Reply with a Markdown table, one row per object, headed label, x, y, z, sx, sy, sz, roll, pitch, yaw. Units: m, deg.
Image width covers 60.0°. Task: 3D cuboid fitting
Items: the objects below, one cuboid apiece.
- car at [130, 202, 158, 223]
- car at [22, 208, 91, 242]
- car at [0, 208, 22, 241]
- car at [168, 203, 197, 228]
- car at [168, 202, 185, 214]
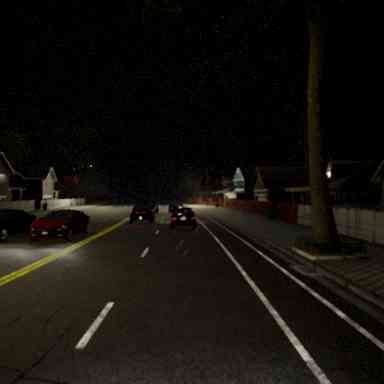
| label | x | y | z | sx | sy | sz | roll | pitch | yaw |
| --- | --- | --- | --- | --- | --- | --- | --- | --- | --- |
| car | -4.158 | 1.801 | 28.349 | 1.837 | 1.490 | 4.892 | 0 | -1 | -4 |
| car | -6.917 | 1.667 | 17.925 | 1.882 | 1.535 | 5.008 | 0 | -1 | -2 |
| car | -10.167 | 1.669 | 17.912 | 1.882 | 1.535 | 5.008 | 0 | -1 | -2 |
| car | -0.652 | 1.797 | 24.152 | 2.033 | 1.411 | 5.357 | 0 | -1 | -3 |
| car | -2.075 | 2.052 | 42.939 | 1.895 | 1.301 | 4.718 | 0 | -1 | -5 |
